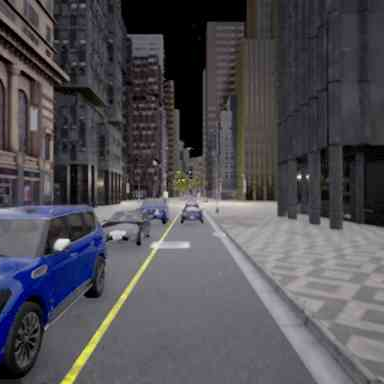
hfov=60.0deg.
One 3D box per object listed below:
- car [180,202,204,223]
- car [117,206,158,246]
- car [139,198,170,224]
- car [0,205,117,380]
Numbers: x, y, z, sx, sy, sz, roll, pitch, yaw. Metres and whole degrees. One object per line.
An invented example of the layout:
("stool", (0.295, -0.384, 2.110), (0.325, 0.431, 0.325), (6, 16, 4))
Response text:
("car", (0.010, 1.803, 27.884), (1.812, 1.442, 4.674), (0, 0, 0))
("car", (-3.116, 1.662, 16.374), (2.128, 1.511, 4.902), (0, -1, 0))
("car", (-3.053, 1.485, 27.535), (2.150, 2.045, 5.566), (0, -1, 0))
("car", (-3.104, 1.288, 5.929), (2.150, 2.045, 5.566), (0, -1, 0))
